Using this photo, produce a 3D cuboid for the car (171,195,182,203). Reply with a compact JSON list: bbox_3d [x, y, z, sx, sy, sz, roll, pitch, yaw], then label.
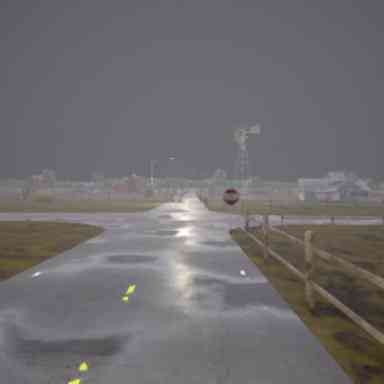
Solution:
[{"bbox_3d":[-2.748,1.297,60.427,1.812,1.442,4.674,0,1,0],"label":"car"}]
